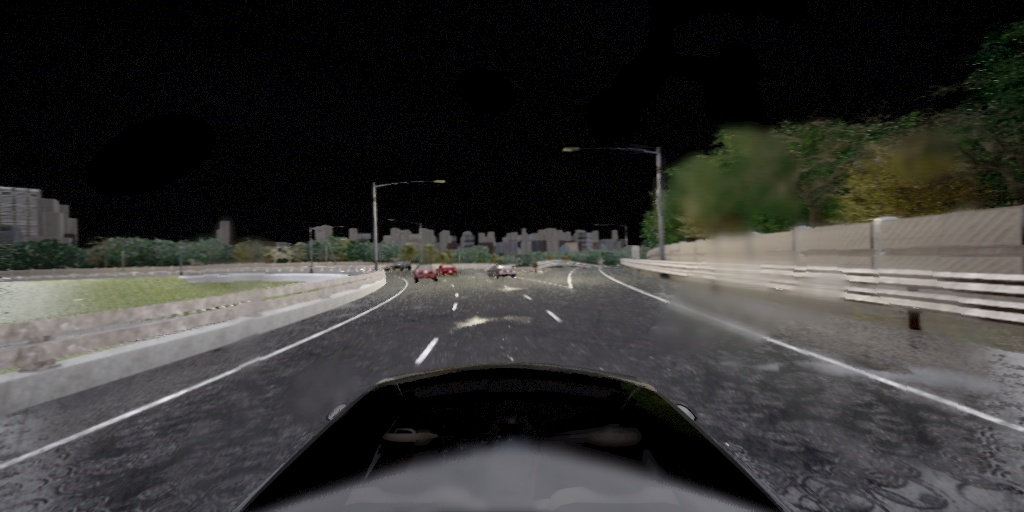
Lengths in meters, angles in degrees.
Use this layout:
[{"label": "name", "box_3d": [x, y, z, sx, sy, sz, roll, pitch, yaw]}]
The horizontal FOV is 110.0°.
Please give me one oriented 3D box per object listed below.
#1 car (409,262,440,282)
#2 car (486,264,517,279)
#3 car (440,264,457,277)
[{"label": "car", "box_3d": [-8.882, 1.578, 36.160, 2.097, 1.767, 4.553, -2, 0, -19]}, {"label": "car", "box_3d": [-1.140, 1.516, 35.435, 2.033, 1.411, 5.357, -2, 0, -18]}, {"label": "car", "box_3d": [-8.164, 1.725, 44.347, 1.882, 1.535, 5.008, -1, 0, -22]}]
